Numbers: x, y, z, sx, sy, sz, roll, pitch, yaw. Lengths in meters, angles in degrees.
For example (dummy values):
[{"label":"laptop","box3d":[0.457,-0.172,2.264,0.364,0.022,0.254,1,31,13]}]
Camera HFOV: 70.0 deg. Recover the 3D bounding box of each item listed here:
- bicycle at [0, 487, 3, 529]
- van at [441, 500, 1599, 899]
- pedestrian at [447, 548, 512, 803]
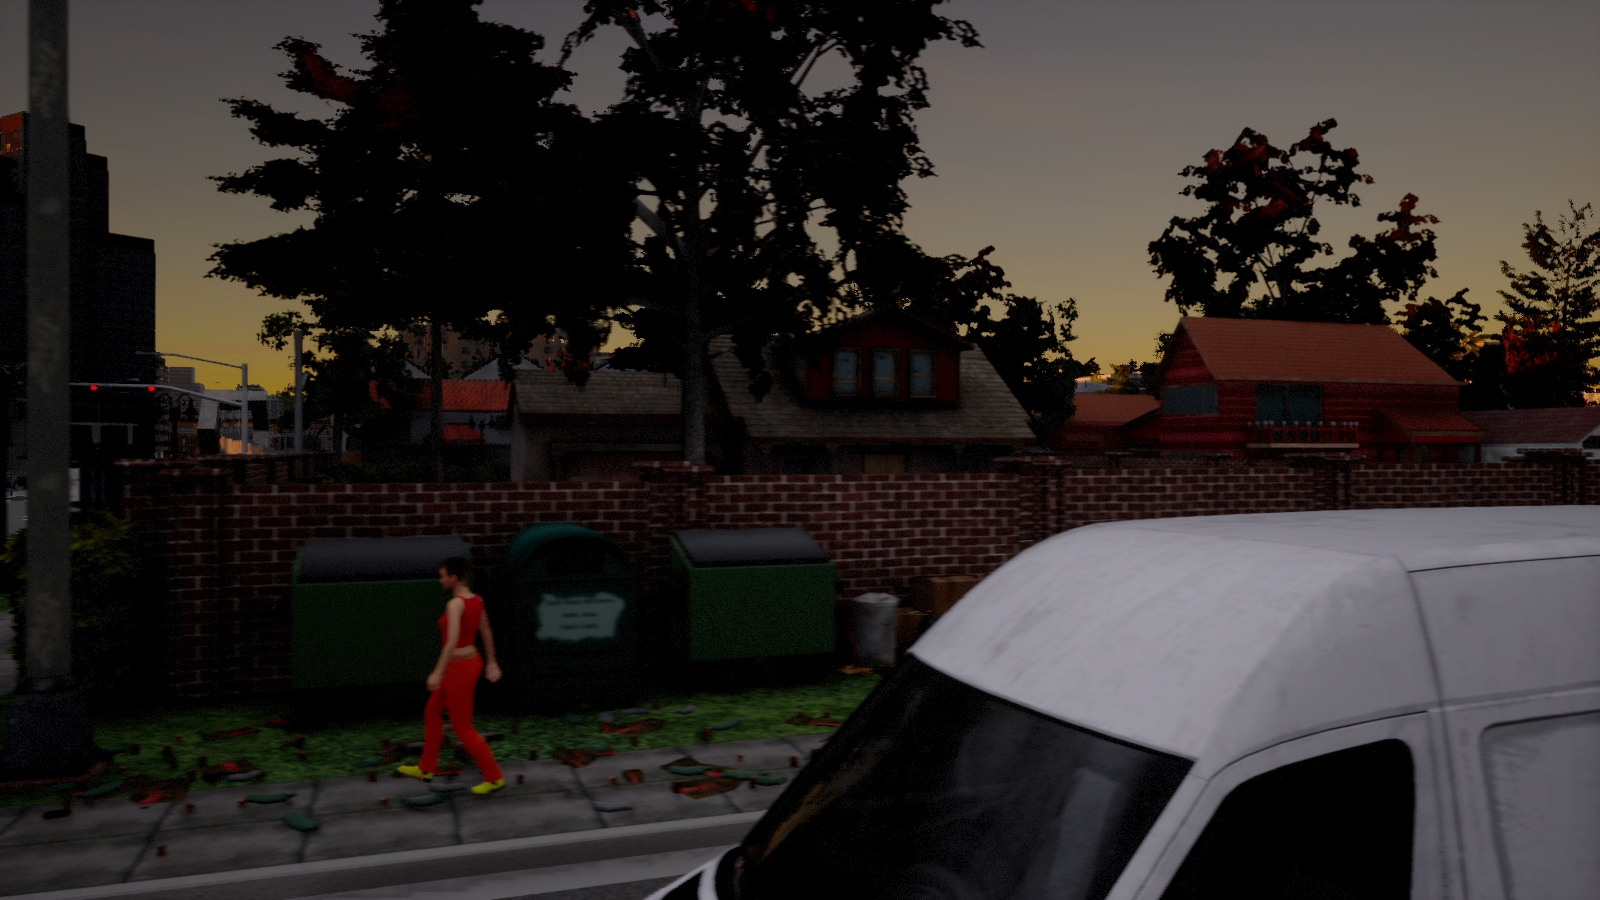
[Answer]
[{"label":"bicycle","box3d":[-28.103,2.048,39.606,0.329,1.496,1.835,0,0,-20]},{"label":"van","box3d":[1.892,1.534,3.982,5.915,2.561,1.988,0,0,-20]},{"label":"pedestrian","box3d":[-2.438,1.696,8.708,0.375,1.860,0.375,0,0,5]}]
